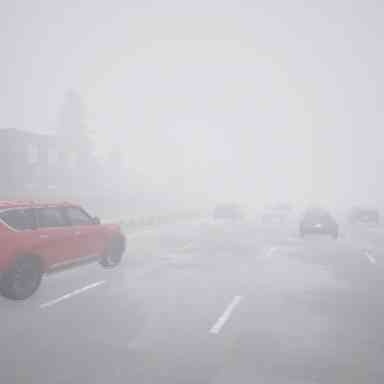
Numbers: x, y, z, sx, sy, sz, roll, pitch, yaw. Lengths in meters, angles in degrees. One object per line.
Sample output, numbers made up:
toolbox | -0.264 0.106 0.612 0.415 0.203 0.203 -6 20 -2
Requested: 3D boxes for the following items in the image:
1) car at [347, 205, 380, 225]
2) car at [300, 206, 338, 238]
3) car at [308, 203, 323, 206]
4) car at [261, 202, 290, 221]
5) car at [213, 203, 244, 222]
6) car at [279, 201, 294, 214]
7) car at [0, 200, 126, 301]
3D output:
car | 13.819 1.776 27.009 1.882 1.535 5.008 0 0 20
car | 7.337 1.754 19.335 1.994 1.385 4.181 0 0 20
car | 12.912 1.866 34.807 1.812 1.442 4.674 0 0 20
car | 7.574 1.863 30.334 1.895 1.301 4.718 0 0 20
car | 3.232 1.702 28.603 2.128 1.511 4.902 0 0 20
car | 11.333 1.841 40.781 1.882 1.535 5.008 0 0 20
car | -3.926 1.238 8.705 2.150 2.045 5.566 0 0 20
